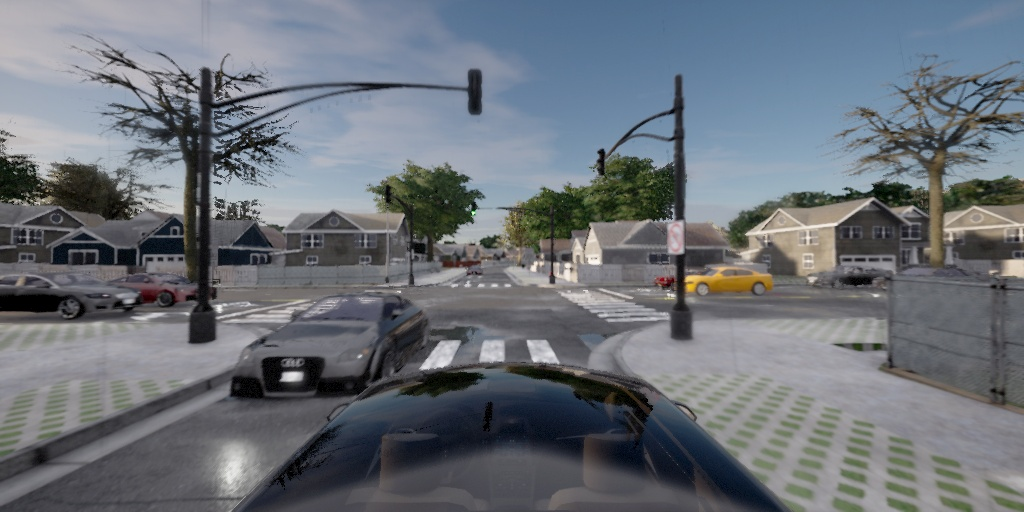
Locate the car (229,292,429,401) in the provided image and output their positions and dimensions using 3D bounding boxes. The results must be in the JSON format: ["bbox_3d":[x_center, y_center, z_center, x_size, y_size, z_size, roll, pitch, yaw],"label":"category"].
[{"bbox_3d":[-2.847,1.381,6.586,1.994,1.385,4.181,0,-1,-1],"label":"car"}]

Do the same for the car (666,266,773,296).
[{"bbox_3d":[11.523,1.346,19.710,5.008,1.535,1.882,0,-1,-3],"label":"car"}]

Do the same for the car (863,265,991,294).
[{"bbox_3d":[23.416,1.333,20.017,5.357,1.411,2.033,-1,-1,-2],"label":"car"}]

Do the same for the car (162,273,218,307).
[{"bbox_3d":[-15.408,1.433,15.548,4.181,1.385,1.994,0,-1,-1],"label":"car"}]

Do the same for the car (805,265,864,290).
[{"bbox_3d":[21.807,1.351,23.225,4.902,1.511,2.128,0,-1,-2],"label":"car"}]

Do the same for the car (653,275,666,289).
[{"bbox_3d":[11.613,1.528,22.957,4.718,1.301,1.895,0,-1,-1],"label":"car"}]

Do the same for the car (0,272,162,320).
[{"bbox_3d":[-15.630,1.301,12.291,4.902,1.511,2.128,0,-1,-2],"label":"car"}]

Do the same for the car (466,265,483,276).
[{"bbox_3d":[-4.570,1.828,44.573,1.994,1.385,4.181,0,0,-3],"label":"car"}]
